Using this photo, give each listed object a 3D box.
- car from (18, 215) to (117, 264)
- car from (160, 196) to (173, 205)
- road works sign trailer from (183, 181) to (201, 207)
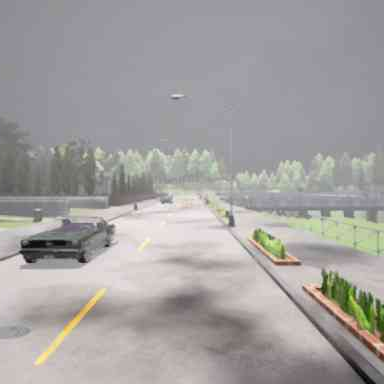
[{"bbox_3d":[-4.098,1.543,11.739,1.895,1.301,4.718,0,0,0],"label":"car"},{"bbox_3d":[-4.042,1.282,54.223,2.033,1.411,5.357,0,0,1],"label":"car"},{"bbox_3d":[0.008,0.242,45.354,2.380,3.560,2.880,0,0,0],"label":"road works sign trailer"}]
